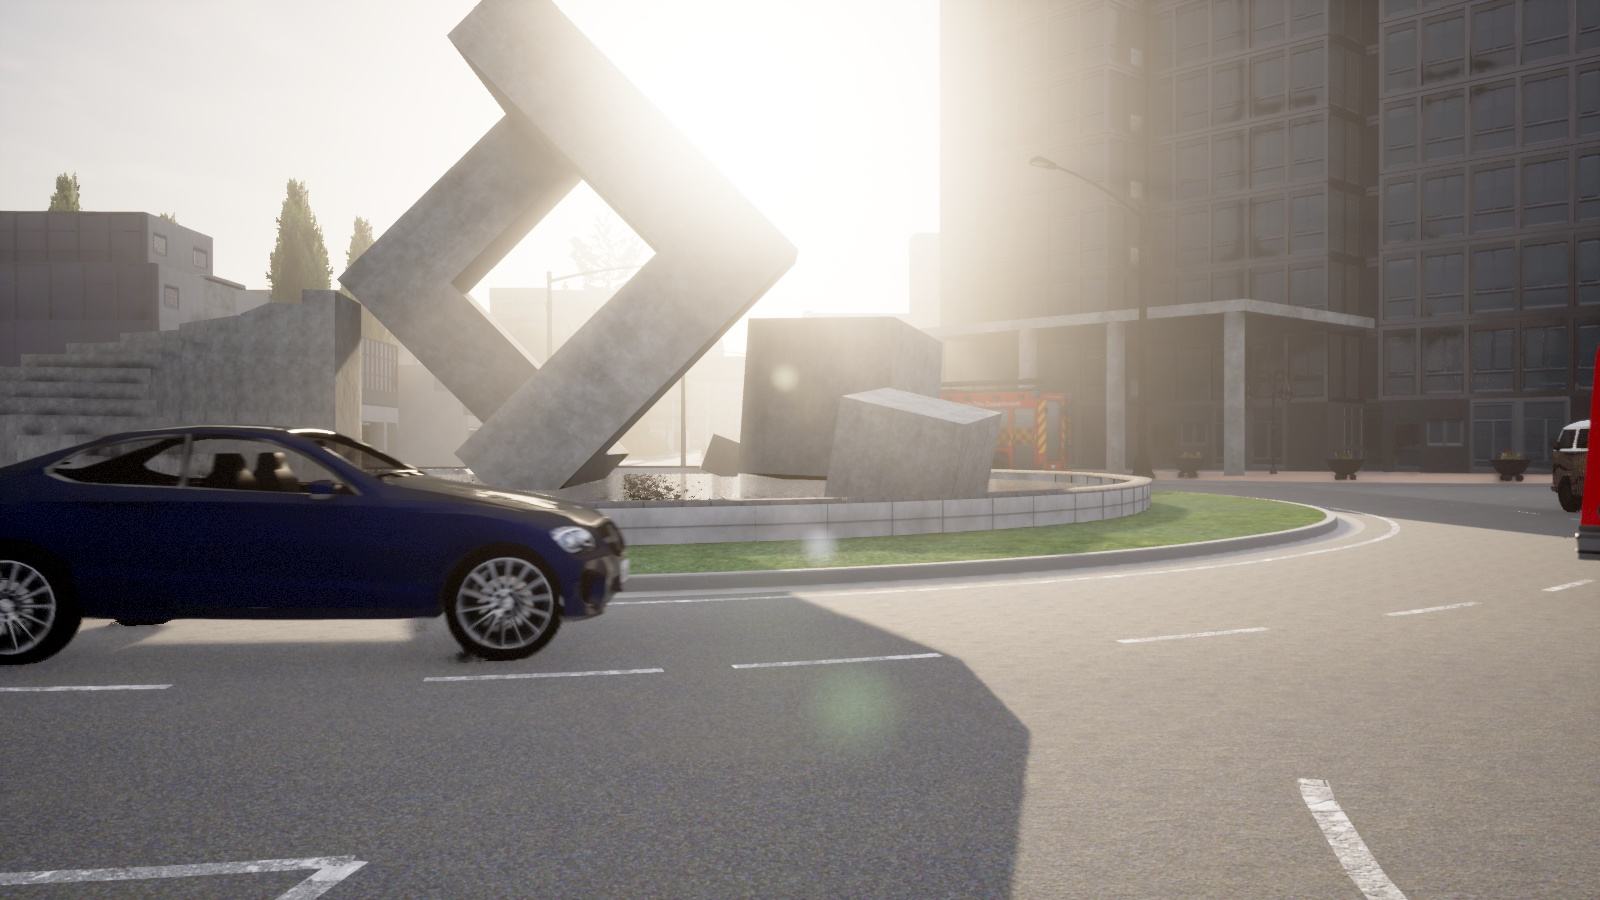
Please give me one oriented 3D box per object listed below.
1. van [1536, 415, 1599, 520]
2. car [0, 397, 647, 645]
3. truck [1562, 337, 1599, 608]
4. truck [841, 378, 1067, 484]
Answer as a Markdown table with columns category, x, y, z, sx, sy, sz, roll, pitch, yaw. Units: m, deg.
| category | x | y | z | sx | sy | sz | roll | pitch | yaw |
| --- | --- | --- | --- | --- | --- | --- | --- | --- | --- |
| van | 16.820 | 0.340 | 25.385 | 2.069 | 2.038 | 4.480 | 0 | 0 | 13 |
| car | -3.766 | 0.468 | 9.515 | 5.027 | 1.651 | 2.152 | 0 | 0 | -3 |
| truck | 9.850 | 0.198 | 12.499 | 5.204 | 2.467 | 2.627 | 0 | 1 | -44 |
| truck | 5.877 | -0.690 | 49.048 | 8.468 | 3.827 | 2.891 | 0 | 0 | 38 |
